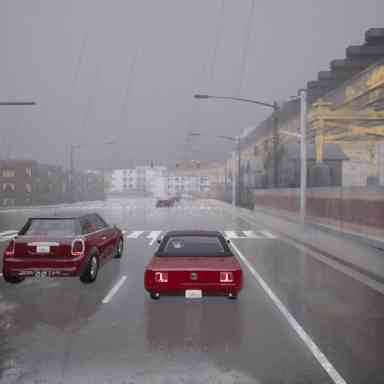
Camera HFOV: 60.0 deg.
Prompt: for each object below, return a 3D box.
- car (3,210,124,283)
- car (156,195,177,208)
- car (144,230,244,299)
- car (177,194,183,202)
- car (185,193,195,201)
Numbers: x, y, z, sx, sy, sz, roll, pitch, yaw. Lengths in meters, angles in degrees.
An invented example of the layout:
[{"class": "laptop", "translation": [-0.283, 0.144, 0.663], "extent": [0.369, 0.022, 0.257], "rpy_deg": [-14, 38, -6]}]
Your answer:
[{"class": "car", "translation": [-3.449, 1.352, 9.857], "extent": [2.097, 1.767, 4.553], "rpy_deg": [0, 0, 0]}, {"class": "car", "translation": [-3.802, 1.477, 47.636], "extent": [1.882, 1.535, 5.008], "rpy_deg": [0, 0, 5]}, {"class": "car", "translation": [0.047, 1.601, 8.387], "extent": [1.895, 1.301, 4.718], "rpy_deg": [0, 0, 0]}, {"class": "car", "translation": [-3.621, 1.501, 72.873], "extent": [1.837, 1.490, 4.892], "rpy_deg": [0, 0, 0]}, {"class": "car", "translation": [-0.210, 1.591, 87.262], "extent": [1.895, 1.301, 4.718], "rpy_deg": [0, 0, -3]}]
